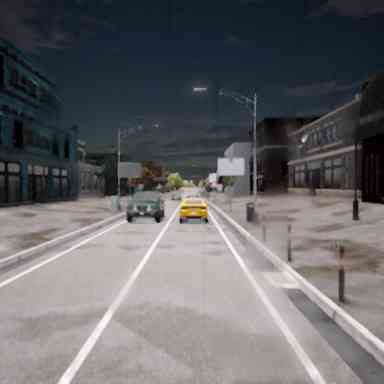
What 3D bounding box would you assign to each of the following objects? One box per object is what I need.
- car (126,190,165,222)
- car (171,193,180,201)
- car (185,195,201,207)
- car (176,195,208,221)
[{"bbox_3d":[-3.091,0.914,23.227,2.150,2.045,5.566,0,1,0],"label":"car"},{"bbox_3d":[-2.989,0.998,64.540,2.128,1.511,4.902,0,0,0],"label":"car"},{"bbox_3d":[0.115,1.059,41.958,1.994,1.385,4.181,0,0,0],"label":"car"},{"bbox_3d":[0.109,1.164,23.647,1.882,1.535,5.008,0,1,0],"label":"car"}]
